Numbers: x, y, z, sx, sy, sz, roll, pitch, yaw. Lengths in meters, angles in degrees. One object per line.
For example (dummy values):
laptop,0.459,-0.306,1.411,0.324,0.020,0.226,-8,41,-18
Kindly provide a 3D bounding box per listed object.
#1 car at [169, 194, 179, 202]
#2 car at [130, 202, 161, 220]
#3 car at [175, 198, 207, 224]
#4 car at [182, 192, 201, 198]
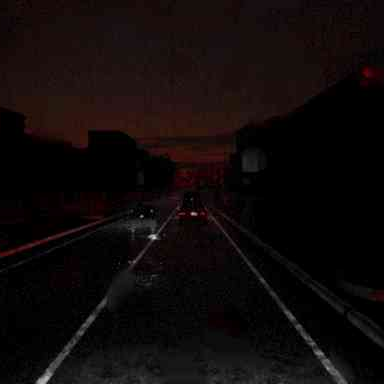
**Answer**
car,-3.500,1.191,66.456,1.812,1.442,4.674,0,0,0
car,-3.594,1.424,26.047,1.895,1.301,4.718,0,0,0
car,0.055,1.389,22.987,2.033,1.411,5.357,0,0,0
car,-0.039,0.966,41.539,2.150,2.045,5.566,0,0,0
